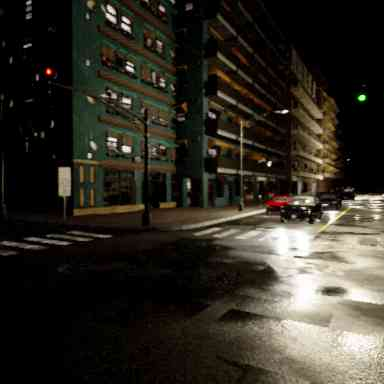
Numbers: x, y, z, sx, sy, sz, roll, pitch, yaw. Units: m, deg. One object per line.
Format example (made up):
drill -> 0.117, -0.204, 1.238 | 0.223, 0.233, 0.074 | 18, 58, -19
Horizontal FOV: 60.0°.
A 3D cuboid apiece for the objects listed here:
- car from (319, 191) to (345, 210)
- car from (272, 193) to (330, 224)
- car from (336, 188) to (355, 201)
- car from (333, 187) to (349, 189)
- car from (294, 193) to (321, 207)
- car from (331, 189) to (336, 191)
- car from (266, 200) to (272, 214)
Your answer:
car -> 12.569, 0.900, 30.550 | 1.994, 1.385, 4.181 | 0, 1, 29
car -> 6.867, 1.051, 20.539 | 2.128, 1.511, 4.902 | 0, 1, 30
car -> 21.361, 0.560, 45.928 | 1.994, 1.385, 4.181 | 0, 1, 30
car -> 26.368, 0.023, 60.038 | 2.192, 1.841, 5.009 | 1, 1, 30
car -> 12.366, 0.800, 35.429 | 2.008, 1.369, 4.403 | 1, 1, 30
car -> 17.967, 0.597, 45.276 | 1.947, 1.339, 4.313 | 1, 1, 30
car -> 7.292, 0.989, 26.695 | 1.887, 1.381, 4.507 | 1, 1, 30
